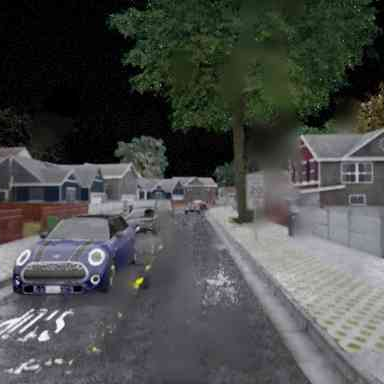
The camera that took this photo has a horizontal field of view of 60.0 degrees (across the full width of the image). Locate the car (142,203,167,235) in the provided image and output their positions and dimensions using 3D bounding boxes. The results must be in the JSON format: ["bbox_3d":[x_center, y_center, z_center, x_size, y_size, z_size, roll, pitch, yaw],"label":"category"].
[{"bbox_3d":[-2.806,1.670,19.822,1.837,1.490,4.892,0,0,0],"label":"car"}]

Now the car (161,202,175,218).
[{"bbox_3d":[-2.734,1.807,33.537,1.837,1.490,4.892,-1,-1,1],"label":"car"}]

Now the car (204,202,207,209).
[{"bbox_3d":[1.050,1.942,50.653,1.882,1.535,5.008,-1,-1,13],"label":"car"}]

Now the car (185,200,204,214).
[{"bbox_3d":[0.096,1.887,39.951,2.033,1.411,5.357,0,-1,1],"label":"car"}]

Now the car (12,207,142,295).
[{"bbox_3d":[-2.839,1.419,9.051,2.097,1.767,4.553,0,0,0],"label":"car"}]
